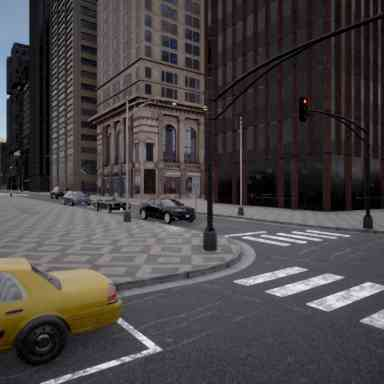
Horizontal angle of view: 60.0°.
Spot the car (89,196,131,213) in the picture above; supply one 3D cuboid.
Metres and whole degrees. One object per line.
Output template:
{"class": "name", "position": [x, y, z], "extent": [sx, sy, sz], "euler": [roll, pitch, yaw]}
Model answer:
{"class": "car", "position": [-7.172, 1.070, 29.584], "extent": [1.895, 1.301, 4.718], "euler": [0, 1, -36]}

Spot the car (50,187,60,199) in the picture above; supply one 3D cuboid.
{"class": "car", "position": [-22.055, 0.133, 55.677], "extent": [2.150, 2.045, 5.566], "euler": [0, 1, -36]}

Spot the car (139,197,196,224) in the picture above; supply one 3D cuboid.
{"class": "car", "position": [-1.712, 1.128, 21.967], "extent": [1.882, 1.535, 5.008], "euler": [0, 1, -36]}

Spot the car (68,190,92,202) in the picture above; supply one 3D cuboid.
{"class": "car", "position": [-16.086, 0.575, 47.422], "extent": [1.882, 1.535, 5.008], "euler": [0, 1, -35]}

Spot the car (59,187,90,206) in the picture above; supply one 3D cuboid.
{"class": "car", "position": [-13.134, 0.627, 37.918], "extent": [2.097, 1.767, 4.553], "euler": [0, 1, -36]}

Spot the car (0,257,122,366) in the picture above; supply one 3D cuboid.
{"class": "car", "position": [-3.359, 1.525, 4.253], "extent": [4.829, 1.417, 1.752], "euler": [0, 0, -36]}
